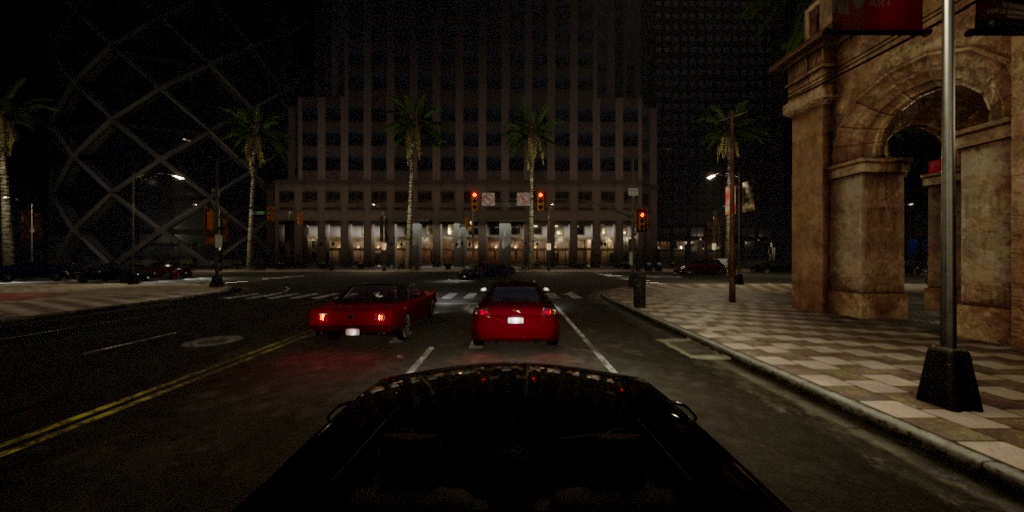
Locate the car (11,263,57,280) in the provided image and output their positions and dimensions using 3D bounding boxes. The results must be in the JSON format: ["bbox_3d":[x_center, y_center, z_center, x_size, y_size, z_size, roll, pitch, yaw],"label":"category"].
[{"bbox_3d":[-39.057,1.265,29.640,4.674,1.442,1.812,0,0,-19],"label":"car"}]

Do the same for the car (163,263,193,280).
[{"bbox_3d":[-30.424,1.302,31.121,4.181,1.385,1.994,0,0,-5],"label":"car"}]

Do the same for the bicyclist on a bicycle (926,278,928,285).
[{"bbox_3d":[24.678,1.043,20.563,0.582,1.620,1.656,0,0,0],"label":"bicyclist on a bicycle"}]

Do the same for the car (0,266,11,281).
[{"bbox_3d":[-39.964,1.304,25.601,4.181,1.385,1.994,0,0,-23],"label":"car"}]

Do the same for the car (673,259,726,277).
[{"bbox_3d":[18.249,1.090,35.065,4.553,1.767,2.097,0,0,0],"label":"car"}]

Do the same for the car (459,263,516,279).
[{"bbox_3d":[-2.047,1.286,31.210,2.033,1.411,5.357,0,0,44],"label":"car"}]

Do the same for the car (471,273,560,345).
[{"bbox_3d":[0.082,1.311,9.476,1.994,1.385,4.181,0,0,0],"label":"car"}]

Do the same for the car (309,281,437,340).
[{"bbox_3d":[-3.417,1.348,9.939,1.895,1.301,4.718,0,0,0],"label":"car"}]

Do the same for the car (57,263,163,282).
[{"bbox_3d":[-30.991,1.287,27.788,5.357,1.411,2.033,0,0,-3],"label":"car"}]

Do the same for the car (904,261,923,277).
[{"bbox_3d":[37.030,1.228,35.000,4.902,1.511,2.128,0,0,0],"label":"car"}]
